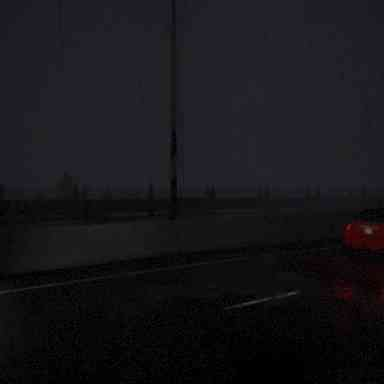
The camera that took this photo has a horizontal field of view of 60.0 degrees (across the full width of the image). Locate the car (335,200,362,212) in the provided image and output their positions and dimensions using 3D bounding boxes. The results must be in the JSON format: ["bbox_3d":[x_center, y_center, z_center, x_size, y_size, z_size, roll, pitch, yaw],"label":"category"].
[{"bbox_3d":[16.025,1.473,30.835,5.357,1.411,2.033,0,0,-18],"label":"car"}]

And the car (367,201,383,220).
[{"bbox_3d":[17.469,1.485,27.629,5.357,1.411,2.033,0,0,-18],"label":"car"}]

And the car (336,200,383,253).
[{"bbox_3d":[7.757,1.324,12.082,4.553,1.767,2.097,0,0,-28],"label":"car"}]
